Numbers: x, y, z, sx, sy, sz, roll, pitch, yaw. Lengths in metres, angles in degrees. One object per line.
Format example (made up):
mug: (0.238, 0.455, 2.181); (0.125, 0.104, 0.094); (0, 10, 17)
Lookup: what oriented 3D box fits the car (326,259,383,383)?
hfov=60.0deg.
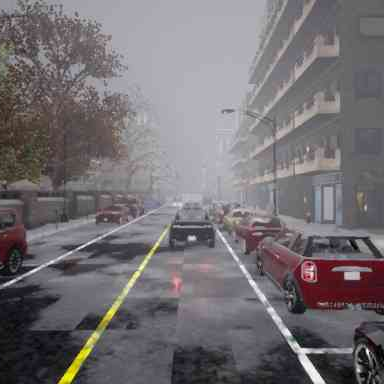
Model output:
car: (2.703, 1.565, 2.036); (1.947, 1.339, 4.313); (1, 0, 0)

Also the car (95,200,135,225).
car: (-5.676, 1.552, 24.129); (1.887, 1.381, 4.507); (1, 0, 0)

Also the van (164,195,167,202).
van: (-5.639, 1.365, 62.794); (1.690, 1.788, 3.998); (1, 0, 0)

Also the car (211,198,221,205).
car: (2.706, 1.447, 24.129); (1.967, 1.590, 4.097); (1, 0, 0)

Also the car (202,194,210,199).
car: (2.674, 1.462, 57.269); (1.967, 1.590, 4.097); (1, 0, 0)

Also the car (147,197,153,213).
car: (-5.677, 1.556, 35.176); (1.887, 1.381, 4.507); (1, 0, 0)

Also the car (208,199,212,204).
car: (2.703, 1.591, 29.652); (1.802, 1.307, 4.206); (1, 0, 0)

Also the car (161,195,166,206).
car: (-5.660, 1.585, 51.746); (1.947, 1.339, 4.313); (1, 0, 0)

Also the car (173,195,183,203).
car: (-3.000, 1.472, 70.542); (2.128, 1.511, 4.902); (0, 0, 0)

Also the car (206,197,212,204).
car: (2.704, 1.537, 35.346); (1.752, 1.417, 4.829); (1, 0, 0)

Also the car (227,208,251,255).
car: (2.704, 1.548, 13.081); (1.887, 1.381, 4.507); (1, 0, 0)

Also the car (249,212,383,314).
car: (2.706, 1.441, 7.559); (1.967, 1.590, 4.097); (1, 0, 0)

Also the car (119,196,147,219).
car: (-5.672, 1.324, 29.652); (2.192, 1.841, 5.009); (1, 0, 0)

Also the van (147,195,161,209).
van: (-5.681, 1.357, 46.223); (1.690, 1.788, 3.998); (1, 0, 0)

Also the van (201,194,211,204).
van: (2.674, 1.365, 62.792); (1.690, 1.788, 3.998); (1, 0, 0)

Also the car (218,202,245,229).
car: (2.704, 1.530, 18.775); (1.752, 1.417, 4.829); (1, 0, 0)

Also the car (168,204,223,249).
car: (0.000, 1.500, 14.653); (2.128, 1.511, 4.902); (0, 0, 0)

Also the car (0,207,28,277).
car: (-5.672, 1.316, 7.559); (2.192, 1.841, 5.009); (1, 0, 0)

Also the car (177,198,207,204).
car: (0.000, 1.573, 29.655); (2.033, 1.411, 5.357); (0, 0, 0)
